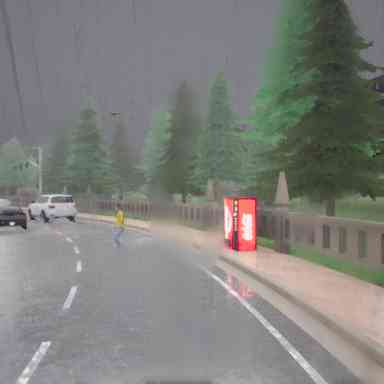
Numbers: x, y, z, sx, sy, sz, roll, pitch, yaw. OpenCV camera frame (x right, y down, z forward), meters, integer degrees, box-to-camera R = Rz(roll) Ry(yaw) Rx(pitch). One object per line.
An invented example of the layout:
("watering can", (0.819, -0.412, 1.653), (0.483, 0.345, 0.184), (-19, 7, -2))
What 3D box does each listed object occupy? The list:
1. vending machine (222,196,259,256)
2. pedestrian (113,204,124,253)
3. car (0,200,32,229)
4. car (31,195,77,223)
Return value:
("vending machine", (1.783, 1.195, 12.299), (1.100, 2.100, 0.880), (0, 0, -19))
("pedestrian", (-2.631, 1.293, 12.241), (0.375, 1.860, 0.375), (0, 0, -21))
("car", (-11.681, 1.505, 20.741), (1.837, 1.490, 4.892), (0, 0, -38))
("car", (-10.782, 1.221, 25.498), (2.150, 2.045, 5.566), (0, 0, -42))
